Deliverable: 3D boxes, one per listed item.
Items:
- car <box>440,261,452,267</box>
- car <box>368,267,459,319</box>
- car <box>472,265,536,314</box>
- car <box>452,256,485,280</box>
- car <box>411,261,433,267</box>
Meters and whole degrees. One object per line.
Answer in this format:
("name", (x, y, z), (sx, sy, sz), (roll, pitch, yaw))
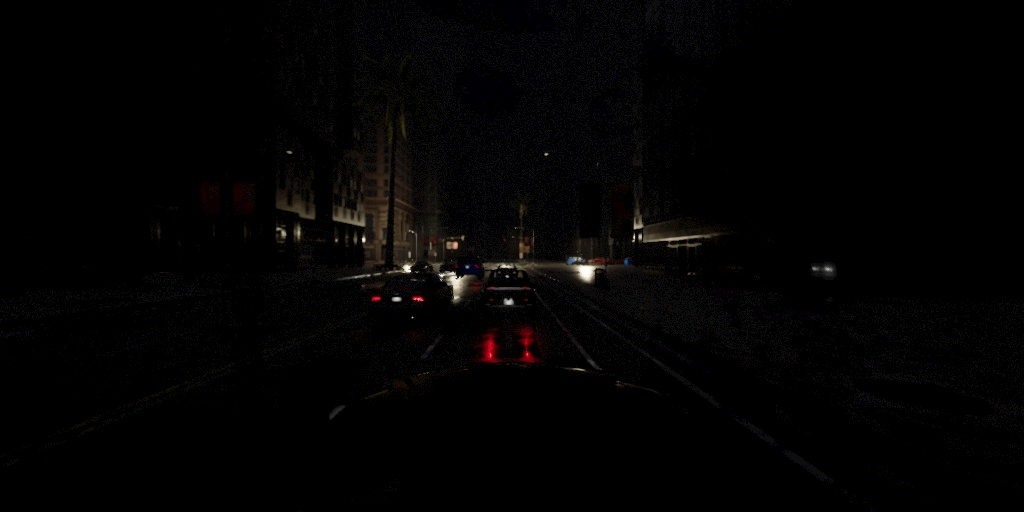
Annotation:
("car", (-7.325, 1.327, 42.451), (2.033, 1.411, 5.357), (0, 0, -1))
("car", (-3.371, 1.300, 12.855), (2.033, 1.411, 5.357), (0, 0, -1))
("car", (-0.139, 1.254, 13.722), (2.128, 1.511, 4.902), (0, 0, -1))
("car", (-3.705, 0.997, 32.069), (2.150, 2.045, 5.566), (0, 0, -1))
("car", (-10.574, 1.317, 42.427), (2.033, 1.411, 5.357), (0, 0, -1))
